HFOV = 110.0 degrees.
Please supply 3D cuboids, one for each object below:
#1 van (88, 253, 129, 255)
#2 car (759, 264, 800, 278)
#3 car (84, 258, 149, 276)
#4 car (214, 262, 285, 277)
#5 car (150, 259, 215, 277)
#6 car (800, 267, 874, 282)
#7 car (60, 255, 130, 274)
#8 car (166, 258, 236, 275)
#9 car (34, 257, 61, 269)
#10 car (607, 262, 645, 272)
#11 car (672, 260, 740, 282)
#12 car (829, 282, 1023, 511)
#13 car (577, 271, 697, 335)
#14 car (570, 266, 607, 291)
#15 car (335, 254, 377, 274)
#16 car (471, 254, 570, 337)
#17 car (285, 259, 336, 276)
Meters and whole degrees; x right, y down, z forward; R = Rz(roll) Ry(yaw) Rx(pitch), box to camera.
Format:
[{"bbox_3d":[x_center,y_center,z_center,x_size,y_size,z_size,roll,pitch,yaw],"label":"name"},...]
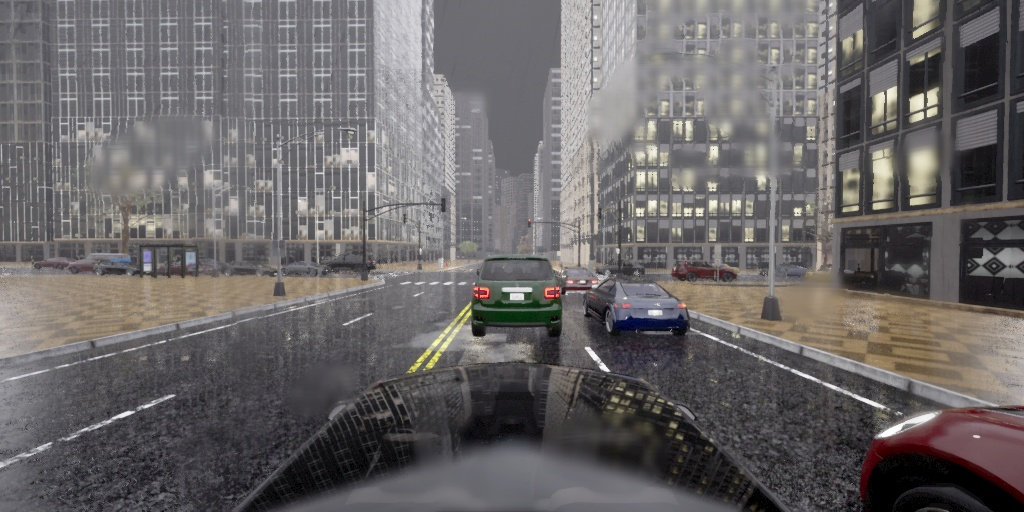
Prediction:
[{"bbox_3d":[-45.217,0.604,40.131,3.998,1.789,1.690,0,0,1],"label":"van"},{"bbox_3d":[27.387,1.521,36.089,4.181,1.385,1.994,1,1,1],"label":"car"},{"bbox_3d":[-34.042,1.068,31.450,4.313,1.339,1.948,0,0,1],"label":"car"},{"bbox_3d":[-22.678,1.173,31.123,4.313,1.339,1.948,0,0,1],"label":"car"},{"bbox_3d":[-28.362,1.137,31.267,4.207,1.307,1.802,0,0,1],"label":"car"},{"bbox_3d":[27.694,1.577,30.307,4.829,1.417,1.751,0,0,1],"label":"car"},{"bbox_3d":[-39.447,0.936,34.207,4.674,1.442,1.812,1,1,2],"label":"car"},{"bbox_3d":[-29.375,0.993,33.977,4.902,1.511,2.128,1,1,1],"label":"car"},{"bbox_3d":[-50.899,0.792,40.257,4.207,1.307,1.802,0,0,1],"label":"car"},{"bbox_3d":[10.938,1.317,36.404,4.892,1.490,1.837,0,1,1],"label":"car"},{"bbox_3d":[16.246,1.268,30.525,5.009,1.841,2.192,0,0,1],"label":"car"},{"bbox_3d":[3.344,1.103,0.444,2.097,1.767,4.553,0,0,0],"label":"car"},{"bbox_3d":[3.372,1.310,10.488,1.994,1.385,4.181,0,0,-1],"label":"car"},{"bbox_3d":[3.385,1.287,19.730,2.033,1.411,5.357,0,0,0],"label":"car"},{"bbox_3d":[-16.843,0.785,36.898,5.566,2.045,2.150,1,1,1],"label":"car"},{"bbox_3d":[0.115,0.967,10.394,2.150,2.045,5.566,0,0,0],"label":"car"},{"bbox_3d":[-19.406,1.156,33.757,4.181,1.385,1.994,1,1,1],"label":"car"}]
